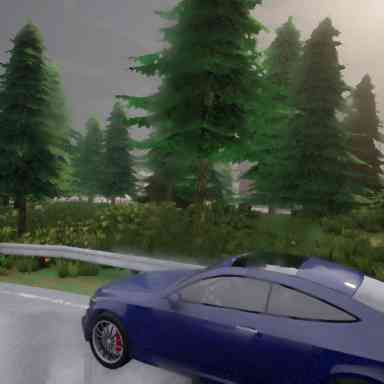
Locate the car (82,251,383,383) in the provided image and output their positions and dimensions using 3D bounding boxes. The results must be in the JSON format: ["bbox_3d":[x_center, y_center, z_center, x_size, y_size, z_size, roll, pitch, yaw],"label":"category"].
[{"bbox_3d":[0.735,1.499,4.111,4.674,1.442,1.812,1,1,31],"label":"car"}]
